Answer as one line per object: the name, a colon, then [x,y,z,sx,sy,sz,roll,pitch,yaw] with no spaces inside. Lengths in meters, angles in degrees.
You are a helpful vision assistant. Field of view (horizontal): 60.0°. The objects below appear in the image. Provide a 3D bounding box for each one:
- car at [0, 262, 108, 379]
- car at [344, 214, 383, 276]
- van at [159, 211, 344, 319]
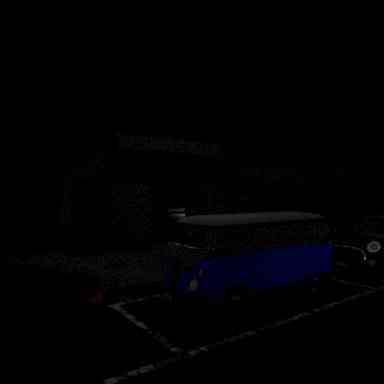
car: [-3.126,1.582,3.960,4.206,1.307,1.802,0,0,-35]
car: [5.692,1.440,10.240,4.097,1.590,1.967,0,0,-35]
van: [1.283,1.341,7.100,3.998,1.788,1.690,0,0,-35]
